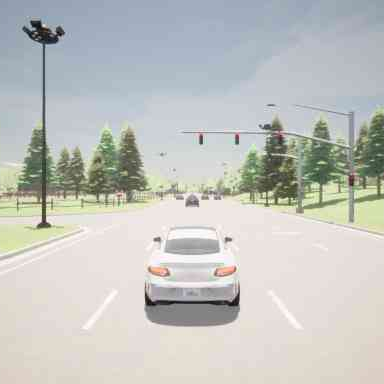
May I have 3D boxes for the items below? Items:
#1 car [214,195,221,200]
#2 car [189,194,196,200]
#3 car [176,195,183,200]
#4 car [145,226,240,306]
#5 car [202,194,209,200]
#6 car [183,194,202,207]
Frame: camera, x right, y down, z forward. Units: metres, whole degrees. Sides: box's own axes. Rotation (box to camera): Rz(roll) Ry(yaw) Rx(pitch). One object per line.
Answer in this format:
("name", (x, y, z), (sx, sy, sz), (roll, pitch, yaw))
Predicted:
("car", (7.125, 1.525, 93.224), (2.128, 1.511, 4.902), (0, 0, 0))
("car", (0.125, 1.355, 93.204), (2.097, 1.767, 4.553), (0, 0, 0))
("car", (-3.375, 1.552, 93.205), (1.994, 1.385, 4.181), (0, 0, 0))
("car", (0.017, 1.526, 7.884), (1.812, 1.442, 4.674), (0, 0, 0))
("car", (3.625, 1.355, 93.199), (2.097, 1.767, 4.553), (0, 0, 0))
("car", (0.070, 1.352, 51.757), (2.097, 1.767, 4.553), (0, 0, 0))
